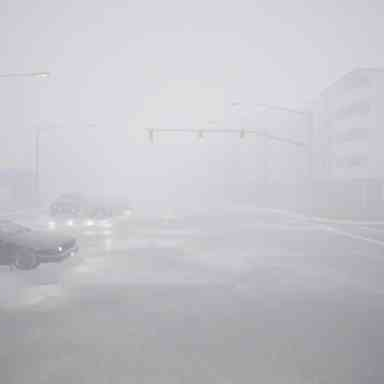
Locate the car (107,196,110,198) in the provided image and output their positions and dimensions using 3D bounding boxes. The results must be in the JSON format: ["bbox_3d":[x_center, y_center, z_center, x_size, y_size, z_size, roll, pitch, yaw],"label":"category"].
[{"bbox_3d":[-13.825,1.297,55.271,2.033,1.411,5.357,0,0,-30],"label":"car"}]

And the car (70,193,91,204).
[{"bbox_3d":[-19.326,1.153,57.514,2.097,1.767,4.553,0,0,-38],"label":"car"}]

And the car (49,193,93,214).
[{"bbox_3d":[-11.121,1.109,30.529,2.150,2.045,5.566,0,0,-3],"label":"car"}]

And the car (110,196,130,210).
[{"bbox_3d":[-8.442,1.315,39.862,1.882,1.535,5.008,0,0,-10],"label":"car"}]

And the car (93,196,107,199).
[{"bbox_3d":[-12.427,1.362,42.971,2.033,1.411,5.357,0,1,-13],"label":"car"}]

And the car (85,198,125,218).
[{"bbox_3d":[-7.565,1.497,29.375,1.895,1.301,4.718,0,0,-1],"label":"car"}]

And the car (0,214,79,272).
[{"bbox_3d":[-6.332,1.519,10.042,5.357,1.411,2.033,0,0,-3],"label":"car"}]
